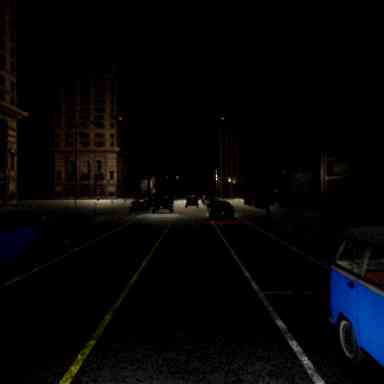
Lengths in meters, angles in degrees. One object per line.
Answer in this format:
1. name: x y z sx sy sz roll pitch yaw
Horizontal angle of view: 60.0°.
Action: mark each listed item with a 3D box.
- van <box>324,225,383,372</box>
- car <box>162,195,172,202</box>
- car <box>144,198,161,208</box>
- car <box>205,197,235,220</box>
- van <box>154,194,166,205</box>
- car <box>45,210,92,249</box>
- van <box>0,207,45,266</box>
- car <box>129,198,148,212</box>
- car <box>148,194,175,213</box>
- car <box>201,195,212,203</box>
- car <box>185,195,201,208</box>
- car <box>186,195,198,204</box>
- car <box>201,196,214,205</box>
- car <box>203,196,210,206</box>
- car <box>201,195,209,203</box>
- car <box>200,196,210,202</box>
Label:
1. van: 2.759 1.338 3.267 1.690 1.788 3.998 0 0 0
2. car: -5.755 1.453 76.597 2.008 1.369 4.403 0 0 0
3. car: -5.759 1.517 48.392 1.947 1.339 4.313 0 0 0
4. car: 2.364 1.453 27.565 1.882 1.535 5.008 0 0 0
5. van: -5.758 1.274 59.673 1.690 1.788 3.998 0 0 0
6. car: -5.764 1.533 14.546 1.887 1.381 4.507 0 0 0
7. van: -5.765 1.334 8.906 1.690 1.788 3.998 0 0 0
8. car: -5.761 1.406 37.109 1.967 1.590 4.097 0 0 0
9. car: -3.092 1.189 36.589 2.150 2.045 5.566 0 0 0
10. car: 2.769 1.362 65.315 1.967 1.590 4.097 0 0 0
11. car: 0.021 1.477 47.524 1.812 1.442 4.674 0 0 0
12. car: 0.008 1.414 65.175 2.128 1.511 4.902 0 0 0
13. car: 2.768 1.483 59.673 2.008 1.369 4.403 0 0 0
14. car: 2.766 1.524 42.751 1.947 1.339 4.313 0 0 0
15. car: 2.767 1.467 54.203 1.752 1.417 4.829 0 0 0
16. car: 2.770 1.463 70.956 2.008 1.369 4.403 0 0 0
